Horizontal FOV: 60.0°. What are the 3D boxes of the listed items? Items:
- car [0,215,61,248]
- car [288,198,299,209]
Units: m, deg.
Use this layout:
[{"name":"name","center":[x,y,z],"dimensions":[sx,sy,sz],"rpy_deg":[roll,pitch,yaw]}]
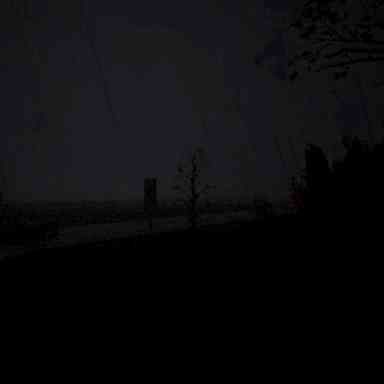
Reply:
[{"name":"car","center":[-7.544,1.598,13.471],"dimensions":[1.895,1.301,4.718],"rpy_deg":[0,0,18]},{"name":"car","center":[14.076,1.580,44.345],"dimensions":[1.882,1.535,5.008],"rpy_deg":[0,-1,35]}]
